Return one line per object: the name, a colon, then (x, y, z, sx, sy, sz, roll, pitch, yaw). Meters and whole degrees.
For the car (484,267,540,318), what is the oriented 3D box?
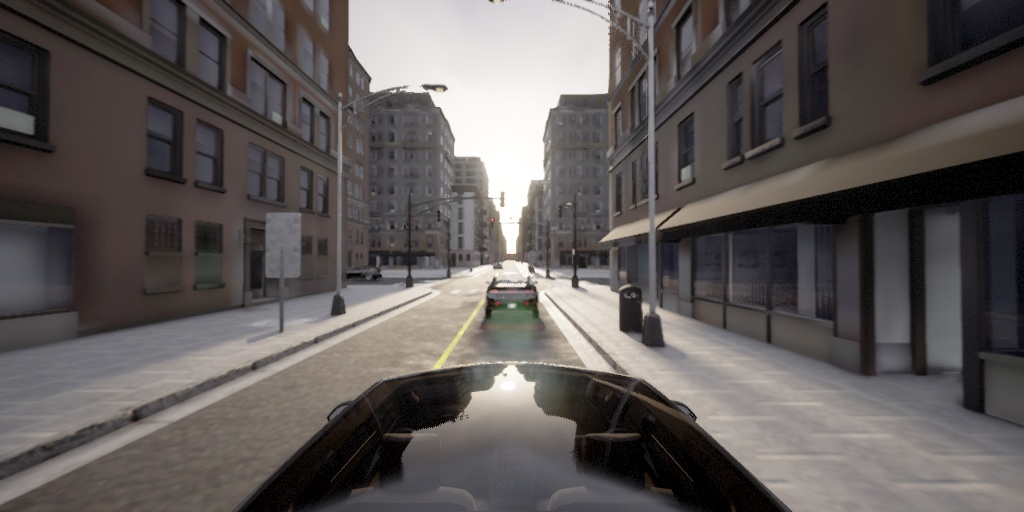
car: (0.002, 1.354, 13.489, 2.128, 1.511, 4.902, 0, -1, 0)

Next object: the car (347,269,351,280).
car: (-14.768, 1.527, 26.628, 4.313, 1.339, 1.948, 0, 0, 0)

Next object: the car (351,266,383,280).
car: (-14.762, 1.644, 34.654, 4.313, 1.339, 1.948, 0, 0, 0)
